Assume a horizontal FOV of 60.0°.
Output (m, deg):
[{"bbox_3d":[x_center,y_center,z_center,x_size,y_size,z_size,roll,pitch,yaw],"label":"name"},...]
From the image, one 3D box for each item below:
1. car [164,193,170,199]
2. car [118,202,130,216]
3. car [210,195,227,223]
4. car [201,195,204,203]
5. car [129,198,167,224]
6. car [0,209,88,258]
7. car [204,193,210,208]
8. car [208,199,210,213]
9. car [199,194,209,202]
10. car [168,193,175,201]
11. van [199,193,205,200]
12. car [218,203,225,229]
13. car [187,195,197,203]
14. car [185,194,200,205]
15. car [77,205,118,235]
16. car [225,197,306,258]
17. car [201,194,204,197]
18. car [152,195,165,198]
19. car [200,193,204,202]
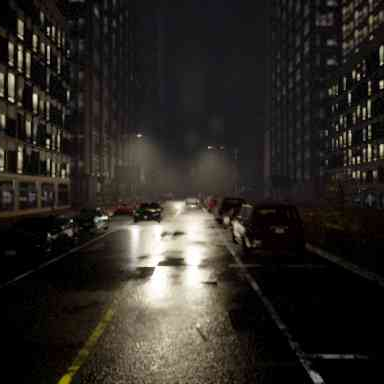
[{"bbox_3d":[-5.697,1.437,62.461,1.802,1.307,4.206,0,0,0],"label":"car"},{"bbox_3d":[-5.691,1.515,29.225,1.802,1.307,4.206,0,0,0],"label":"car"},{"bbox_3d":[2.691,1.261,23.688,2.192,1.841,5.009,0,0,0],"label":"car"},{"bbox_3d":[2.686,1.445,45.845,2.008,1.369,4.403,0,0,0],"label":"car"},{"bbox_3d":[-3.053,1.451,24.411,1.837,1.490,4.892,0,0,0],"label":"car"},{"bbox_3d":[-5.689,1.538,12.607,1.947,1.339,4.313,0,0,0],"label":"car"},{"bbox_3d":[2.689,1.235,34.766,2.192,1.841,5.009,0,0,0],"label":"car"},{"bbox_3d":[2.689,1.499,29.228,1.947,1.339,4.313,0,0,0],"label":"car"},{"bbox_3d":[2.681,1.267,73.541,1.967,1.590,4.097,0,0,0],"label":"car"},{"bbox_3d":[-5.699,1.129,79.078,2.192,1.841,5.009,0,0,0],"label":"car"},{"bbox_3d":[2.679,1.128,90.159,1.690,1.788,3.998,0,0,0],"label":"van"},{"bbox_3d":[2.690,1.504,18.148,1.887,1.381,4.507,0,0,0],"label":"car"},{"bbox_3d":[-0.010,1.353,64.573,1.837,1.490,4.892,0,0,0],"label":"car"},{"bbox_3d":[-0.009,1.399,54.565,1.812,1.442,4.674,0,0,0],"label":"car"},{"bbox_3d":[-5.690,1.510,18.146,2.008,1.369,4.403,0,0,0],"label":"car"},{"bbox_3d":[2.692,1.287,12.608,2.192,1.841,5.009,0,0,0],"label":"car"},{"bbox_3d":[2.685,1.406,51.555,1.752,1.417,4.829,0,0,0],"label":"car"},{"bbox_3d":[-5.695,1.463,51.383,1.802,1.307,4.206,0,0,0],"label":"car"},{"bbox_3d":[2.683,1.420,62.463,1.947,1.339,4.313,0,0,0],"label":"car"}]
